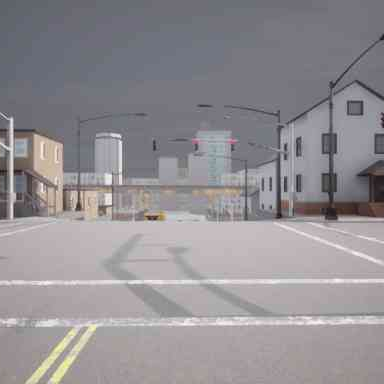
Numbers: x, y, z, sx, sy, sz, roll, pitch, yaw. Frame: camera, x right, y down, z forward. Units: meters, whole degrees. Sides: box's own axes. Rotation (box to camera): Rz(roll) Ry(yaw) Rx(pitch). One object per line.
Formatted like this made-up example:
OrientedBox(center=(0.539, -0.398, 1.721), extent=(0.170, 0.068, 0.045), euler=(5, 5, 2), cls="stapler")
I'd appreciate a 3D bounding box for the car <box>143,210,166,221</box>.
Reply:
OrientedBox(center=(-3.702, 2.536, 33.561), extent=(1.882, 1.535, 5.008), euler=(0, -8, 1), cls="car")
